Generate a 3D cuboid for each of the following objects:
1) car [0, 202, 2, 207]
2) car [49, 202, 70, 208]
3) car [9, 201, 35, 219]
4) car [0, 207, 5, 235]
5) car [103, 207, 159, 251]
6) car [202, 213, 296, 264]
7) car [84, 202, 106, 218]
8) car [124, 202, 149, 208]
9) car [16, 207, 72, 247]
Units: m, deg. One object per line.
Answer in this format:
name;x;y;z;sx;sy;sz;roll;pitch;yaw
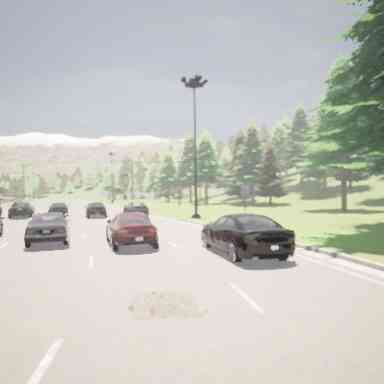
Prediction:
car;-21.223;1.673;34.425;2.150;2.045;5.566;-1;-1;-21
car;-13.952;1.852;34.975;1.837;1.490;4.892;-1;0;-21
car;-17.512;1.752;34.490;2.097;1.767;4.553;-1;0;-21
car;-11.183;1.739;17.399;1.837;1.490;4.892;-1;-1;-20
car;-2.714;1.625;14.706;1.812;1.442;4.674;-1;0;-19
car;1.808;1.499;12.166;1.882;1.535;5.008;-1;0;-15
car;-9.758;1.784;33.750;1.837;1.490;4.892;-1;0;-20
car;-5.435;1.700;32.201;2.128;1.511;4.902;-1;0;-21
car;-6.917;1.716;16.159;2.033;1.411;5.357;-1;0;-20
